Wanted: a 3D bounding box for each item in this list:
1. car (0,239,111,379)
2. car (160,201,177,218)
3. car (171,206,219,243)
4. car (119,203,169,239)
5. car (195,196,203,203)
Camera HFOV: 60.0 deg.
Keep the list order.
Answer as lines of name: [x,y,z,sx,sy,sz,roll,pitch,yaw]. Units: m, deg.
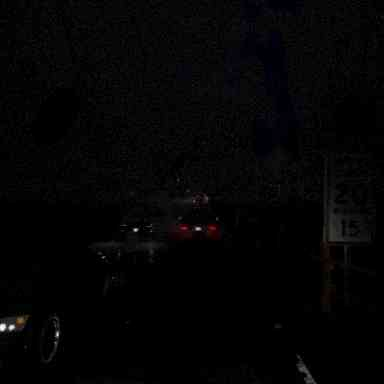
car: [-2.767,1.528,5.537,1.994,1.385,4.181,1,0,1]
car: [-2.203,1.566,29.281,1.882,1.535,5.008,1,0,2]
car: [0.318,1.593,16.318,2.033,1.411,5.357,1,0,1]
car: [-2.503,1.515,17.551,1.837,1.490,4.892,1,-1,1]
car: [1.905,2.157,90.029,1.882,1.535,5.008,1,0,1]
